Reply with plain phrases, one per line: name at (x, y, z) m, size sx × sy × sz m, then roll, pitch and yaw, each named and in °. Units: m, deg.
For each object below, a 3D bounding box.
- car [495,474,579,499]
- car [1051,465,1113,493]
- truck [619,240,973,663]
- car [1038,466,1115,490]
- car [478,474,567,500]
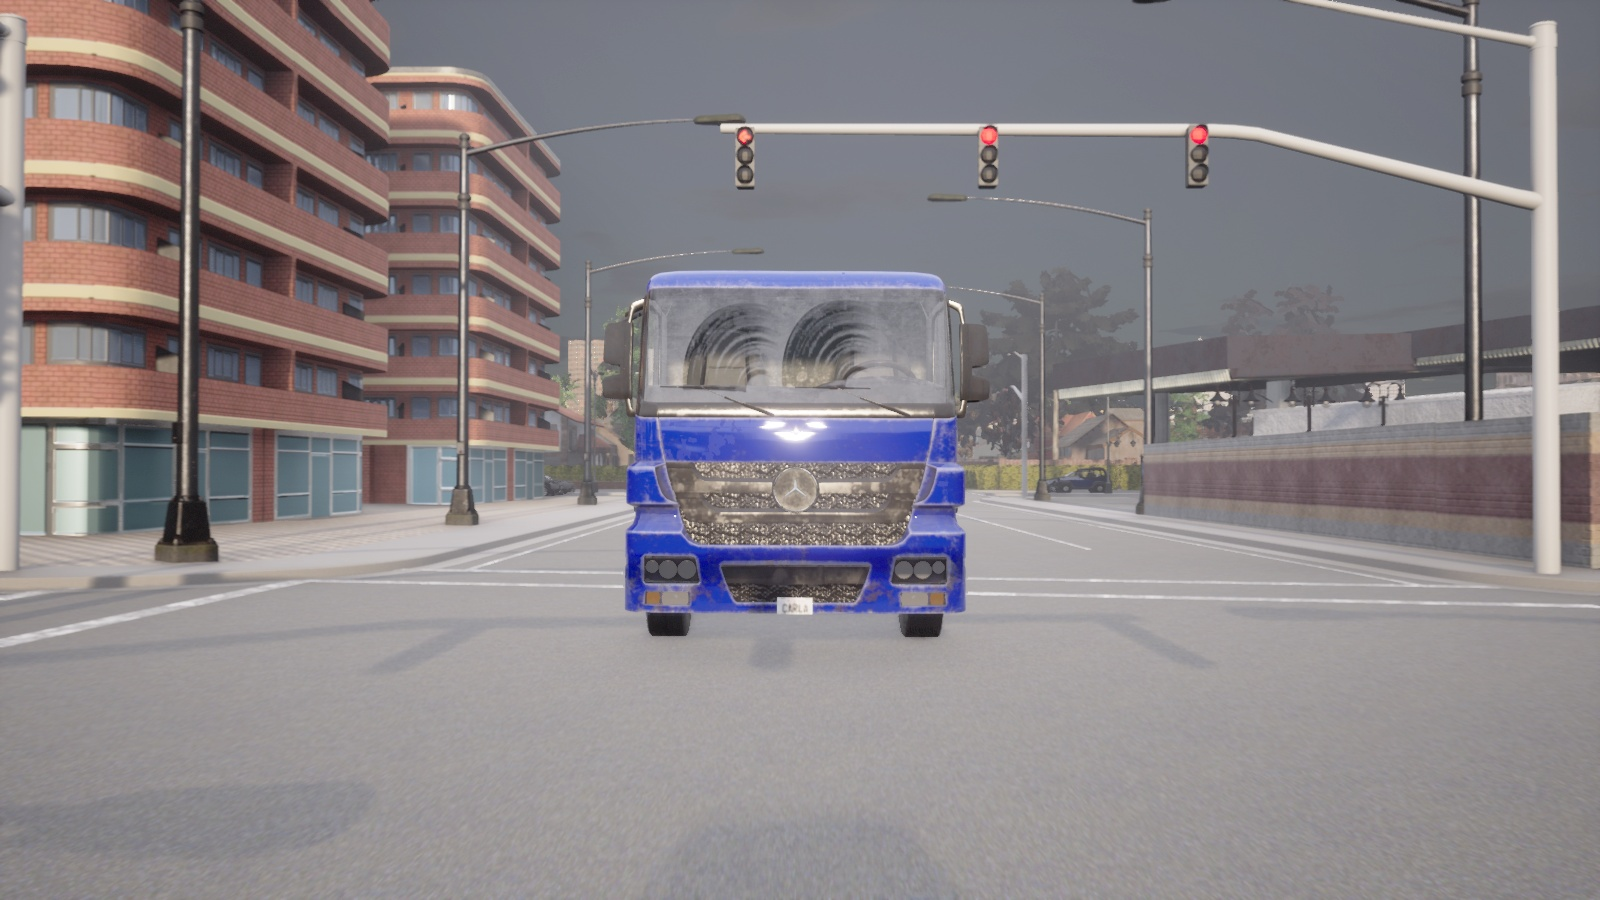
car at (-16.566, 2.290, 79.295) m, size 4.892 × 1.490 × 1.837 m, roll 0°, pitch -1°, yaw 1°
car at (19.492, 1.975, 86.813) m, size 3.866 × 1.878 × 1.905 m, roll 0°, pitch -1°, yaw 1°
truck at (-0.049, 0.082, 14.264) m, size 2.891 × 3.462 × 7.936 m, roll 0°, pitch -1°, yaw 0°
car at (19.845, 2.014, 90.330) m, size 5.027 × 1.651 × 2.152 m, roll 0°, pitch -1°, yaw 0°
car at (-16.754, 2.236, 75.954) m, size 4.892 × 1.490 × 1.837 m, roll 0°, pitch -1°, yaw 2°
